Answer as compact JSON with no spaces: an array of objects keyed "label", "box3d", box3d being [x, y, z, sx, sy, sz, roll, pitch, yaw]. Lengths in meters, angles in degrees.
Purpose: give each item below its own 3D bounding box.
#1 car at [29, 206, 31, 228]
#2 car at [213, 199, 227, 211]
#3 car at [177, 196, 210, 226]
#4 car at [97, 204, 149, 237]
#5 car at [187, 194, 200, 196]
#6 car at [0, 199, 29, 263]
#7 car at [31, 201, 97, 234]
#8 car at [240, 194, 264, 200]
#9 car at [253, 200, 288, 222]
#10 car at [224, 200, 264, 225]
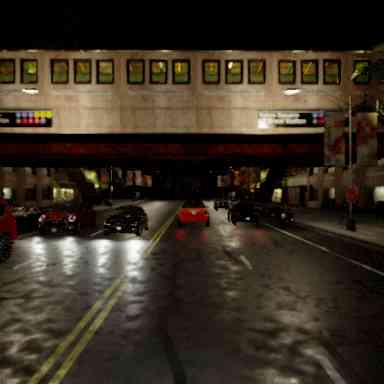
[{"label":"car","box3d":[-10.008,1.497,18.504,2.231,1.521,4.892,0,0,10]},{"label":"car","box3d":[3.712,1.584,42.078,2.033,1.411,5.357,0,0,0]},{"label":"car","box3d":[0.126,1.373,23.747,2.097,1.767,4.553,0,0,0]},{"label":"car","box3d":[-3.509,1.525,18.406,1.837,1.490,4.892,0,0,0]},{"label":"car","box3d":[0.214,1.261,42.925,2.150,2.045,5.566,0,0,0]},{"label":"car","box3d":[-7.038,1.229,9.117,2.150,2.045,5.566,0,0,1]},{"label":"car","box3d":[-7.030,1.369,19.248,2.097,1.767,4.553,0,0,1]},{"label":"car","box3d":[6.673,1.262,37.133,2.435,2.045,5.566,0,0,0]},{"label":"car","box3d":[6.720,1.621,29.736,1.895,1.301,4.718,0,0,0]},{"label":"car","box3d":[3.625,1.547,23.837,1.812,1.442,4.674,0,0,0]}]
